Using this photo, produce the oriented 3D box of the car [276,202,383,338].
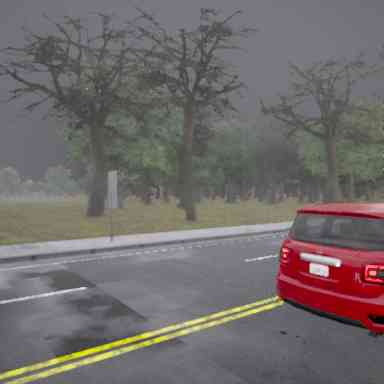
[{"bbox_3d":[4.027,1.219,6.363,5.566,2.045,2.150,0,0,-35],"label":"car"}]
